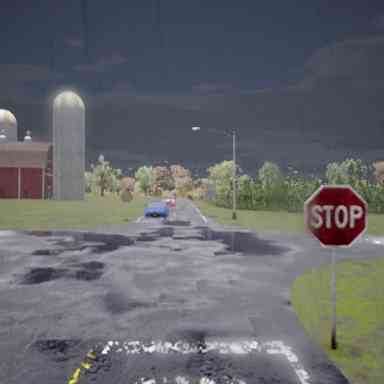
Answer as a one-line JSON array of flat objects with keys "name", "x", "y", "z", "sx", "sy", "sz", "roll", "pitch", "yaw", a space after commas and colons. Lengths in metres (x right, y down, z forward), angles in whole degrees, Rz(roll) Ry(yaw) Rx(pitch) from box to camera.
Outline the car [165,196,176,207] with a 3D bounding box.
[{"name": "car", "x": -3.751, "y": 1.395, "z": 53.638, "sx": 2.097, "sy": 1.767, "sz": 4.553, "roll": 0, "pitch": -1, "yaw": -2}]

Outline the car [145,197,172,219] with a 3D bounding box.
[{"name": "car", "x": -3.076, "y": 1.568, "z": 29.763, "sx": 1.882, "sy": 1.535, "sz": 5.008, "roll": 0, "pitch": 1, "yaw": -1}]

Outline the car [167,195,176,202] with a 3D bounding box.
[{"name": "car", "x": -4.777, "y": 1.579, "z": 78.262, "sx": 1.882, "sy": 1.535, "sz": 5.008, "roll": 0, "pitch": 0, "yaw": -2}]
